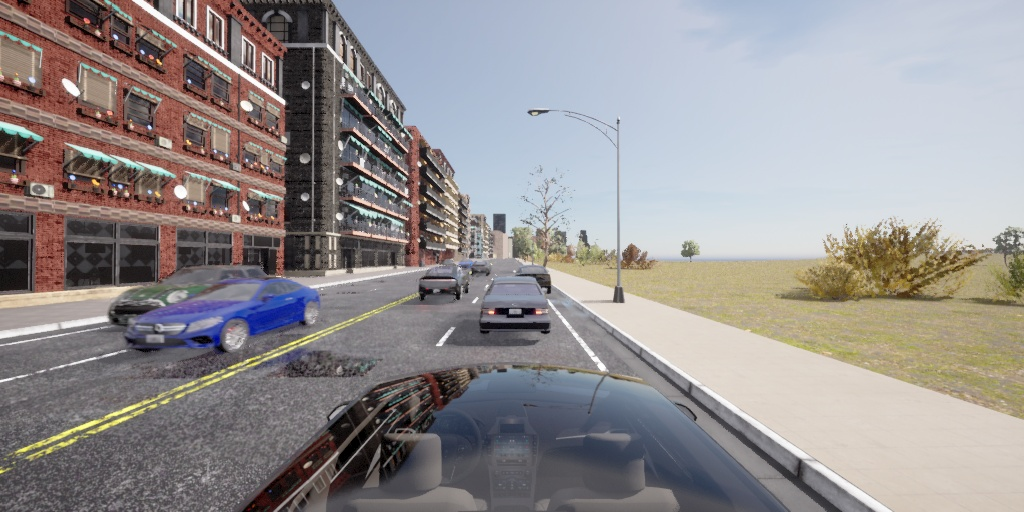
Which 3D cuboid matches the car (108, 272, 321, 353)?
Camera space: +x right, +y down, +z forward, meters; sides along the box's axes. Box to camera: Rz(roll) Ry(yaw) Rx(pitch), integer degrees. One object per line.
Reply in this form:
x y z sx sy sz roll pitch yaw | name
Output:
-6.611 1.277 8.962 1.812 1.442 4.674 0 0 0 | car

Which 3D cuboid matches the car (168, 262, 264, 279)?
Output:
-9.865 1.103 11.613 2.097 1.767 4.553 0 0 0 | car

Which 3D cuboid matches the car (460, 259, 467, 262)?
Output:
-6.670 1.228 52.088 1.882 1.535 5.008 0 0 0 | car

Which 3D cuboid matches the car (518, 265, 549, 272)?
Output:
1.109 1.230 20.381 1.882 1.535 5.008 0 0 0 | car

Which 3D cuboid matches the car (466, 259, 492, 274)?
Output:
-3.202 1.245 37.678 2.128 1.511 4.902 0 0 0 | car

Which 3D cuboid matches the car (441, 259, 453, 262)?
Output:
-9.919 1.255 54.746 1.837 1.490 4.892 0 0 0 | car

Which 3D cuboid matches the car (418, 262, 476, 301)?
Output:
-3.174 1.244 17.484 2.128 1.511 4.902 0 0 0 | car

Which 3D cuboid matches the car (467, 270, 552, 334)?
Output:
0.090 1.299 10.617 2.033 1.411 5.357 0 0 0 | car
